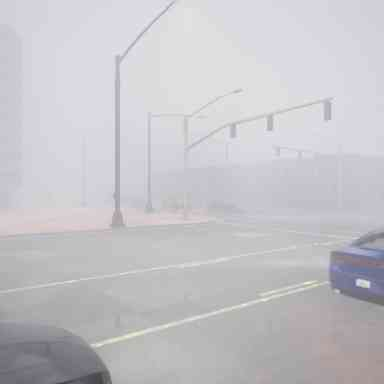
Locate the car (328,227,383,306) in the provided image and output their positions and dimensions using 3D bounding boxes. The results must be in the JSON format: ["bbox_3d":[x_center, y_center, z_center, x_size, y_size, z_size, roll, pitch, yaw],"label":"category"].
[{"bbox_3d":[5.093,1.478,7.378,5.008,1.535,1.882,0,0,-35],"label":"car"}]

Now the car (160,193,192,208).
[{"bbox_3d":[-2.517,1.226,51.221,2.150,2.045,5.566,0,0,-35],"label":"car"}]

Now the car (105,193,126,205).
[{"bbox_3d":[-14.034,1.224,61.099,2.150,2.045,5.566,0,0,-37],"label":"car"}]

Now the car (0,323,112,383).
[{"bbox_3d":[-2.838,1.505,1.730,4.892,1.490,1.837,0,0,-35],"label":"car"}]

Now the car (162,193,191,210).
[{"bbox_3d":[-2.036,1.354,44.191,2.097,1.767,4.553,0,0,-35],"label":"car"}]

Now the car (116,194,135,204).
[{"bbox_3d":[-13.250,1.355,66.267,2.097,1.767,4.553,0,0,-36],"label":"car"}]

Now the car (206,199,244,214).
[{"bbox_3d":[3.560,1.494,36.351,2.128,1.511,4.902,0,0,-36],"label":"car"}]

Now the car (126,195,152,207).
[{"bbox_3d":[-8.022,1.494,52.592,2.128,1.511,4.902,0,0,-35],"label":"car"}]
